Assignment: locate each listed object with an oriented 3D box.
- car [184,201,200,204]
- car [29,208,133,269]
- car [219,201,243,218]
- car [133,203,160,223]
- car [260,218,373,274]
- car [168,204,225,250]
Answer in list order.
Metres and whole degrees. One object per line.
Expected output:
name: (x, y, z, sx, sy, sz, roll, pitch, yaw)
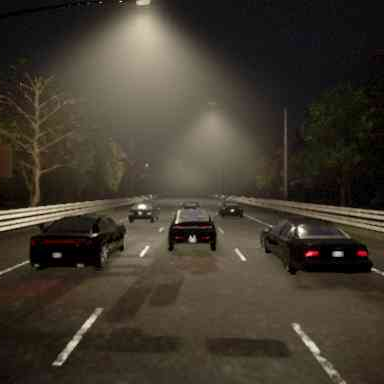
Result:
car: (-0.117, 1.522, 29.711, 1.994, 1.385, 4.181, 0, 0, 0)
car: (-3.483, 1.465, 11.087, 1.882, 1.535, 5.008, 0, 0, 0)
car: (3.382, 1.521, 29.882, 1.994, 1.385, 4.181, 0, 0, 0)
car: (-3.594, 1.513, 25.492, 2.033, 1.411, 5.357, 0, 0, 0)
car: (3.516, 1.535, 10.493, 2.033, 1.411, 5.357, 0, 0, 0)
car: (0.019, 1.475, 14.206, 2.128, 1.511, 4.902, 0, 0, 0)
